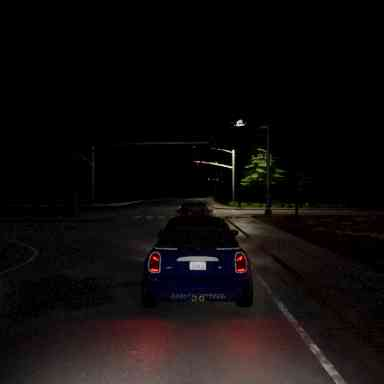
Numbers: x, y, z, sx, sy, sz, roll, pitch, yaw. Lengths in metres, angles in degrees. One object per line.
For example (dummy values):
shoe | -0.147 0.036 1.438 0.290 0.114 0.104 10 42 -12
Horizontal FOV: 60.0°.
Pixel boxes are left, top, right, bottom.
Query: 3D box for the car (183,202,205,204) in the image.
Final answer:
car | 0.116 1.338 18.237 2.097 1.767 4.553 0 0 0

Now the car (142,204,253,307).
car | 0.106 1.347 8.116 2.097 1.767 4.553 0 0 0
